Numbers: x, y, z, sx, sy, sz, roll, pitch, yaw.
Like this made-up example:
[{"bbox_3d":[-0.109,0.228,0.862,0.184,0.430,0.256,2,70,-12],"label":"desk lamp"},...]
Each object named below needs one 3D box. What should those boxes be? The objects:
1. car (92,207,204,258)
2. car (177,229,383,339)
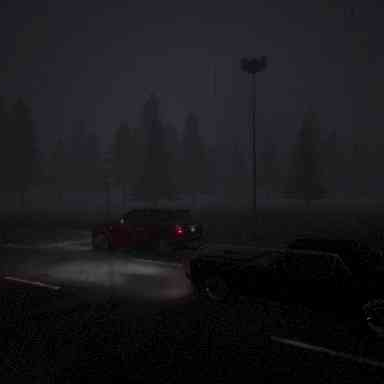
[{"bbox_3d":[-1.782,1.385,13.060,4.553,1.767,2.097,0,0,31],"label":"car"},{"bbox_3d":[2.223,1.592,6.531,4.718,1.301,1.895,0,0,33],"label":"car"}]
